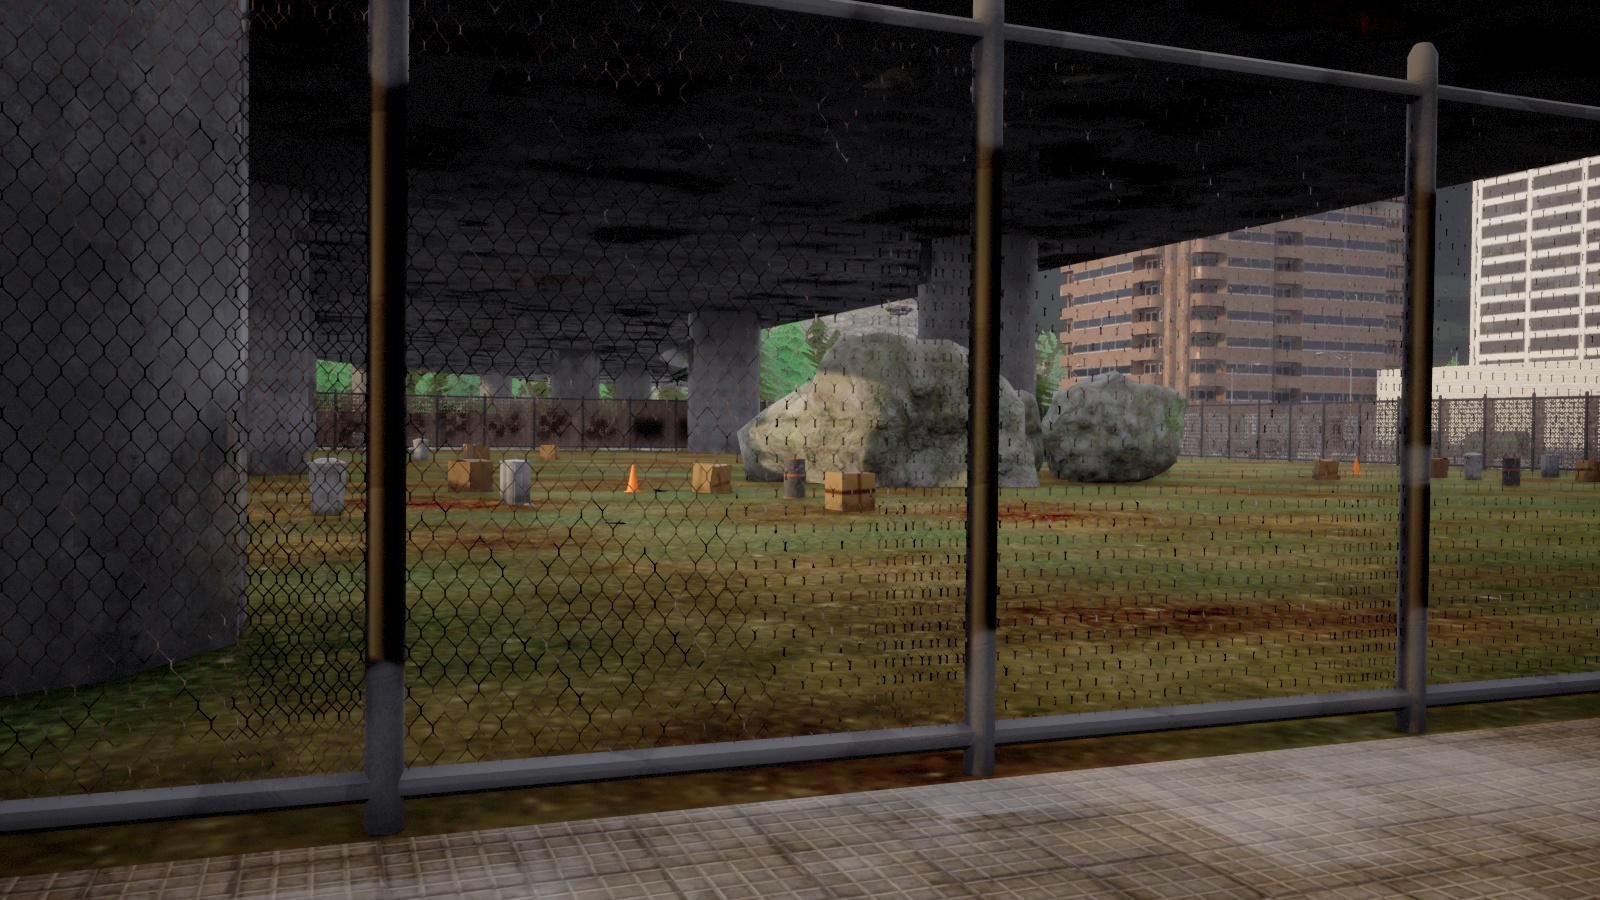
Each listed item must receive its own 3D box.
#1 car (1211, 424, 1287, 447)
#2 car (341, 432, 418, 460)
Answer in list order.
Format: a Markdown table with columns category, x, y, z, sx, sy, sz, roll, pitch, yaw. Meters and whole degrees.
| category | x | y | z | sx | sy | sz | roll | pitch | yaw |
| --- | --- | --- | --- | --- | --- | --- | --- | --- | --- |
| car | 30.228 | -1.005 | 84.715 | 2.128 | 1.511 | 4.902 | -1 | 1 | -21 |
| car | -25.212 | -0.256 | 75.306 | 3.988 | 1.617 | 1.851 | -1 | 1 | -38 |
